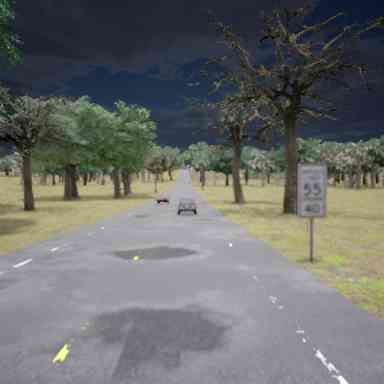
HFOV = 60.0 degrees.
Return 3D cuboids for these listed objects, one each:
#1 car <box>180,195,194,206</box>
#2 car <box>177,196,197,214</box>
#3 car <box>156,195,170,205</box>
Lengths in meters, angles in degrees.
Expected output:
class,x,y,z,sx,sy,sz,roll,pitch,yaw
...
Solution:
class,x,y,z,sx,sy,sz,roll,pitch,yaw
car,-0.675,1.190,46.929,1.895,1.301,4.718,-1,1,0
car,-0.465,1.359,32.556,2.033,1.411,5.357,-1,1,0
car,-4.270,1.099,49.598,1.895,1.301,4.718,-1,1,-1
